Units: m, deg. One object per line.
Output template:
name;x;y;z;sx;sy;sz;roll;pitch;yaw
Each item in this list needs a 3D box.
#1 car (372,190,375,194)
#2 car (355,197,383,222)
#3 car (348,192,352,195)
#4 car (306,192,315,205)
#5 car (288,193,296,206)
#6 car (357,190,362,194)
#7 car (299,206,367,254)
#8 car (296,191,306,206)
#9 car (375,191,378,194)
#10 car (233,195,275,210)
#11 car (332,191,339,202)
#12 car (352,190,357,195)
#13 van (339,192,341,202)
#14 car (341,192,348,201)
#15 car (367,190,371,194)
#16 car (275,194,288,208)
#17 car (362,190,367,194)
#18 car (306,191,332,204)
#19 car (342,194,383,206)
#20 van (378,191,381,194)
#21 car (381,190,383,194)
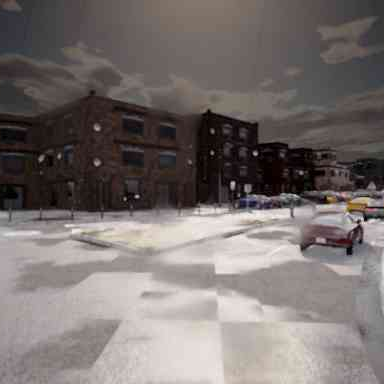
car;35.127;0.745;70.327;4.892;1.521;2.231;0;1;43
car;13.643;1.348;23.828;2.128;1.511;4.902;0;1;40
car;25.747;0.784;60.223;4.553;1.767;2.185;0;1;43
car;14.545;1.136;48.054;4.892;1.521;2.231;0;1;43
car;10.808;1.240;43.993;4.674;1.452;2.002;0;1;43
car;29.534;0.714;64.232;4.553;1.767;2.185;0;1;43
car;5.644;1.479;13.327;1.812;1.442;4.674;0;0;33
car;12.698;1.043;45.998;4.553;1.767;2.185;0;1;43
car;36.996;0.714;72.352;4.892;1.521;2.231;0;1;43
car;7.085;1.132;39.918;4.553;1.767;2.185;0;1;43
car;20.297;1.018;54.000;5.366;1.575;1.946;0;1;43
car;27.617;0.749;62.248;4.553;1.767;2.185;0;1;43
van;22.115;0.758;56.070;4.442;1.987;1.878;0;1;43
car;23.897;0.946;58.181;5.008;1.535;2.097;0;1;43
car;33.257;0.775;68.301;4.892;1.521;2.231;0;1;43
car;8.933;1.231;41.973;5.008;1.535;2.097;0;1;43
car;31.386;0.808;66.275;4.892;1.521;2.231;0;1;43
car;18.267;0.808;52.117;5.566;2.045;2.435;0;1;43
car;16.268;1.271;31.494;1.882;1.535;5.008;0;1;43
van;39.031;0.458;74.391;4.442;1.987;1.878;0;1;43
car;40.734;0.696;76.406;4.674;1.452;2.002;0;1;43
